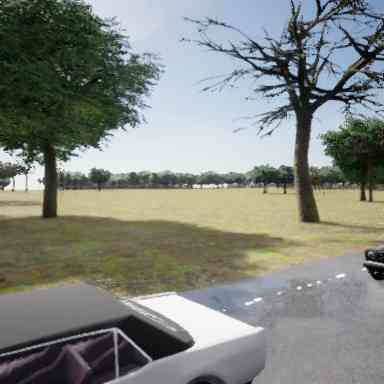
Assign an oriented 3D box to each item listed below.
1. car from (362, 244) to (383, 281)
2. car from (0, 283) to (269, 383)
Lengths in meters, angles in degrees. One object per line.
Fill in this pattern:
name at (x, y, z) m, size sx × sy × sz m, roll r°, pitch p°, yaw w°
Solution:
car at (6.519, 1.598, 8.832) m, size 4.718 × 1.301 × 1.895 m, roll 0°, pitch -1°, yaw -37°
car at (-1.593, 1.653, 2.808) m, size 4.718 × 1.301 × 1.895 m, roll 0°, pitch -1°, yaw -37°
